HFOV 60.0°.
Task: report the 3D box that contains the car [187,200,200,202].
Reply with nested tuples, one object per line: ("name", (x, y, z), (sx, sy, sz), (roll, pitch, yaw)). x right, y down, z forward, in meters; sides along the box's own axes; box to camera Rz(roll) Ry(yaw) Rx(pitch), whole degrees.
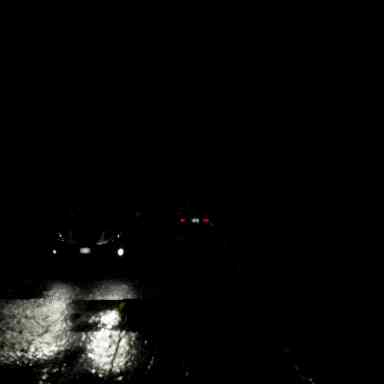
("car", (0.155, 1.578, 40.877), (1.895, 1.301, 4.718), (0, 0, 0))

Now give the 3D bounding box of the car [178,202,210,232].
("car", (0.120, 1.534, 19.898), (2.033, 1.411, 5.357), (0, 0, 0))

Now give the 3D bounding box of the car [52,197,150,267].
("car", (-2.839, 1.214, 11.687), (2.150, 2.045, 5.566), (0, 0, 1))
